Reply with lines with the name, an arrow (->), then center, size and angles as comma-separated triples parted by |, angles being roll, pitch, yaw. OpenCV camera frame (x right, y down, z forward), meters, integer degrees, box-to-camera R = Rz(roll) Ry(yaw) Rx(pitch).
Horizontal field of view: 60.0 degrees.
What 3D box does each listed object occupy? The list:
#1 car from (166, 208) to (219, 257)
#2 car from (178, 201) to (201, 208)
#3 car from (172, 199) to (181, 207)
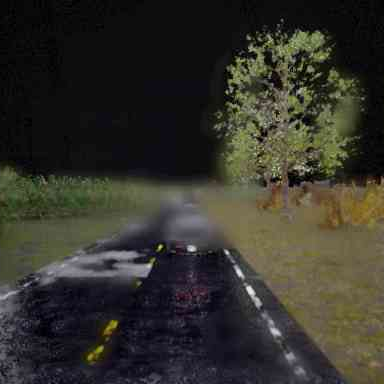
car -> 0.018, 1.641, 13.505 | 1.837, 1.490, 4.892 | 0, 0, 0
car -> 0.018, 1.776, 28.481 | 1.837, 1.490, 4.892 | 0, 0, 0
car -> -2.772, 2.083, 64.561 | 1.812, 1.442, 4.674 | 0, 0, 1
